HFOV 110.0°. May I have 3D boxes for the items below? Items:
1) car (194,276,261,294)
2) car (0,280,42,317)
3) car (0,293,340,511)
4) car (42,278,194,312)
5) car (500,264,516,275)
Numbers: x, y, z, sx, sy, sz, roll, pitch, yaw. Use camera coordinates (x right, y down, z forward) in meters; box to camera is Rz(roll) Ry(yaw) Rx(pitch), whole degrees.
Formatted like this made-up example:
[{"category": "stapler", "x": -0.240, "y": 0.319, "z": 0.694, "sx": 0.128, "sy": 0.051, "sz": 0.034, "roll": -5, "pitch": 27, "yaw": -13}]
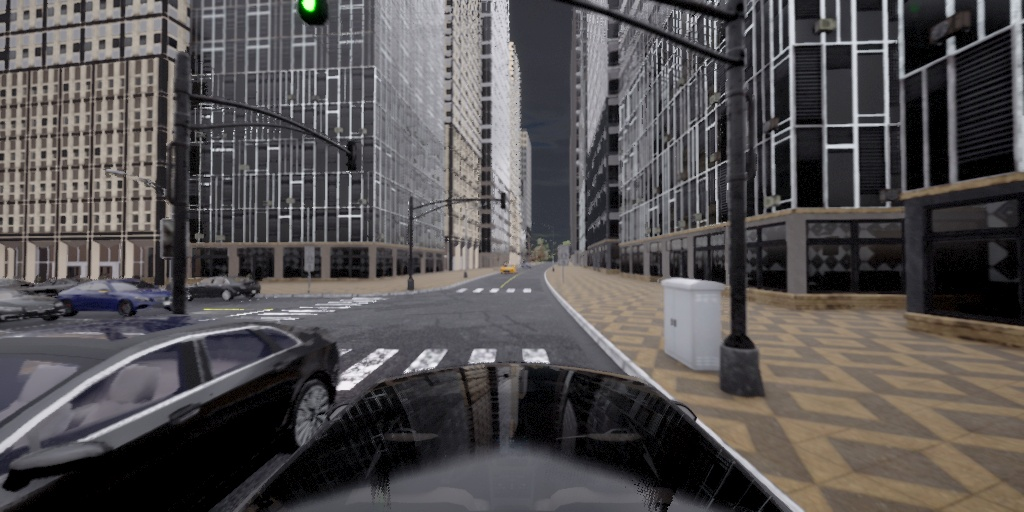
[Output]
[{"category": "car", "x": -16.908, "y": 1.839, "z": 20.825, "sx": 4.403, "sy": 1.370, "sz": 2.007, "roll": 0, "pitch": 0, "yaw": 9}, {"category": "car", "x": -18.187, "y": 1.694, "z": 12.544, "sx": 4.403, "sy": 1.370, "sz": 2.007, "roll": 0, "pitch": 0, "yaw": 9}, {"category": "car", "x": -2.979, "y": 1.255, "z": 2.352, "sx": 2.128, "sy": 1.511, "sz": 4.902, "roll": 0, "pitch": -1, "yaw": 0}, {"category": "car", "x": -16.237, "y": 1.684, "z": 14.877, "sx": 4.674, "sy": 1.442, "sz": 1.812, "roll": -1, "pitch": -1, "yaw": 9}, {"category": "car", "x": -0.477, "y": 1.796, "z": 49.911, "sx": 1.882, "sy": 1.535, "sz": 5.008, "roll": 0, "pitch": 0, "yaw": 6}]
